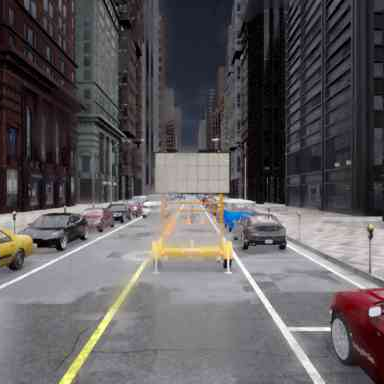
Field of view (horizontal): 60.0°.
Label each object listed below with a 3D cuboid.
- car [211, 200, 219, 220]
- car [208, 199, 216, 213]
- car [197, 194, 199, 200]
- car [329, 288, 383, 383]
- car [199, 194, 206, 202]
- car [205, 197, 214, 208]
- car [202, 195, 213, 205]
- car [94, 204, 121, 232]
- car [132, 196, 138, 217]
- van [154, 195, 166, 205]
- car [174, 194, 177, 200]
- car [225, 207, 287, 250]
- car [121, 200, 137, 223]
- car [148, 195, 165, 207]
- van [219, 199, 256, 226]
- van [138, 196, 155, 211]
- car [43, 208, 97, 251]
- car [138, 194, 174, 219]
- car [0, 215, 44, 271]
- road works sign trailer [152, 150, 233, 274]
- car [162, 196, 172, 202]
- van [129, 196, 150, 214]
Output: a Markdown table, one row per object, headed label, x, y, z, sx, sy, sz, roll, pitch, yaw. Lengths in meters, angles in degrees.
| label | x | y | z | sx | sy | sz | roll | pitch | yaw |
| --- | --- | --- | --- | --- | --- | --- | --- | --- | --- |
| car | 2.785 | 1.560 | 25.451 | 2.008 | 1.369 | 4.403 | 0 | 0 | 0 |
| car | 2.791 | 1.595 | 31.087 | 1.802 | 1.307 | 4.206 | 0 | 0 | 0 |
| car | 2.840 | 1.606 | 81.983 | 1.752 | 1.417 | 4.829 | 0 | 0 | 0 |
| car | 2.764 | 1.545 | 2.906 | 1.887 | 1.381 | 4.507 | 0 | 0 | 0 |
| car | 2.817 | 1.359 | 59.268 | 2.192 | 1.841 | 5.009 | 0 | 0 | 0 |
| car | 2.796 | 1.569 | 36.723 | 2.008 | 1.369 | 4.403 | 0 | 0 | 0 |
| car | 2.807 | 1.575 | 47.995 | 1.887 | 1.381 | 4.507 | 0 | 0 | 0 |
| car | -5.745 | 1.587 | 19.806 | 1.802 | 1.307 | 4.206 | 0 | 0 | 0 |
| car | -5.734 | 1.453 | 31.080 | 1.967 | 1.590 | 4.097 | 0 | 0 | 0 |
| van | -5.708 | 1.385 | 59.261 | 1.690 | 1.788 | 3.998 | 0 | 0 | 0 |
| car | -5.680 | 1.656 | 87.445 | 1.947 | 1.339 | 4.313 | 0 | 0 | 0 |
| car | 2.775 | 1.554 | 14.178 | 2.008 | 1.369 | 4.403 | 0 | 0 | 0 |
| car | -5.740 | 1.575 | 25.443 | 1.947 | 1.339 | 4.313 | 0 | 0 | 0 |
| car | -5.713 | 1.351 | 53.625 | 2.192 | 1.841 | 5.009 | 0 | 0 | 0 |
| van | 2.780 | 1.346 | 19.814 | 1.690 | 1.788 | 3.998 | 0 | 0 | 0 |
| van | -5.724 | 1.365 | 42.352 | 1.690 | 1.788 | 3.998 | 0 | 0 | 0 |
| car | -5.750 | 1.569 | 14.169 | 1.947 | 1.339 | 4.313 | 0 | 0 | 0 |
| car | -3.072 | 1.233 | 29.733 | 2.150 | 2.045 | 5.566 | 0 | 0 | 0 |
| car | -5.756 | 1.526 | 8.363 | 1.752 | 1.417 | 4.829 | 0 | 0 | 0 |
| road works sign trailer | 0.010 | 0.466 | 10.566 | 2.380 | 3.560 | 2.880 | 0 | 0 | 0 |
| car | -5.691 | 1.615 | 76.172 | 1.887 | 1.381 | 4.507 | 0 | 0 | 0 |
| van | -5.729 | 1.359 | 36.716 | 1.690 | 1.788 | 3.998 | 0 | 0 | 0 |
